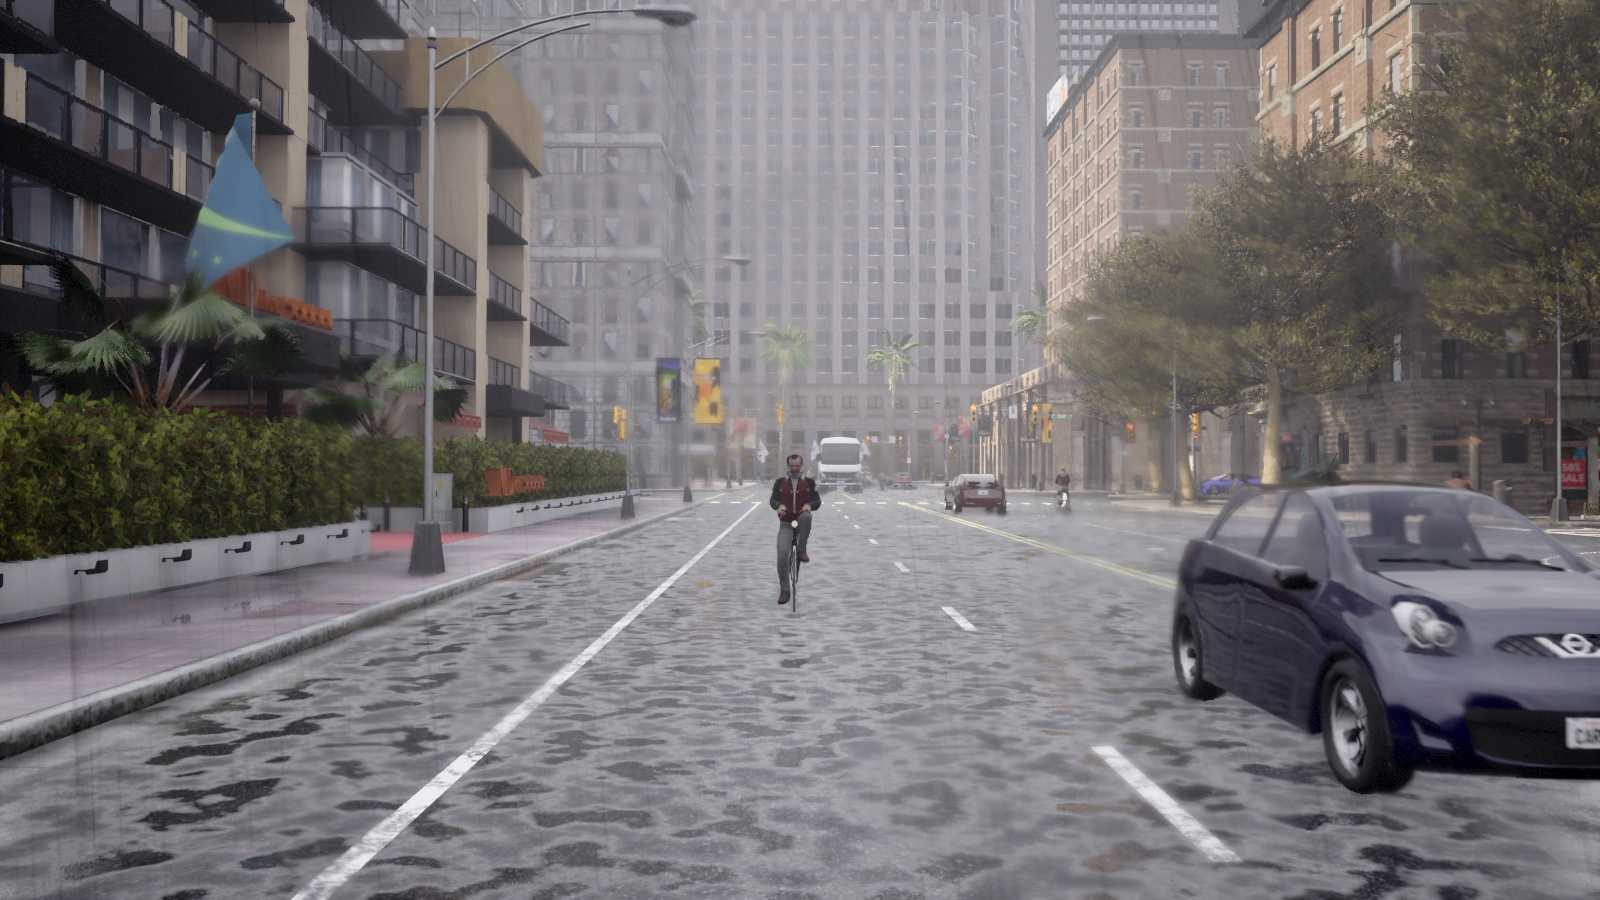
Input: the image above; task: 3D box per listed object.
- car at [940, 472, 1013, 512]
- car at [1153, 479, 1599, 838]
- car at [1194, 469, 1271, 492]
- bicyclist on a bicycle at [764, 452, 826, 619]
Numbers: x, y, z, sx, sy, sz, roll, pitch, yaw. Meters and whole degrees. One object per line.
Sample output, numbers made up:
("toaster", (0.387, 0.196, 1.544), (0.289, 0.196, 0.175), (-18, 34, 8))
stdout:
("car", (6.819, 1.608, 48.996), (2.163, 1.488, 4.792), (0, -1, 0))
("car", (3.472, 0.935, 7.218), (1.845, 1.501, 3.633), (0, -1, 0))
("car", (29.324, 2.072, 85.222), (4.514, 1.525, 2.007), (0, -1, 1))
("bicyclist on a bicycle", (-0.055, 0.925, 14.304), (0.659, 1.776, 1.843), (0, -1, 0))
